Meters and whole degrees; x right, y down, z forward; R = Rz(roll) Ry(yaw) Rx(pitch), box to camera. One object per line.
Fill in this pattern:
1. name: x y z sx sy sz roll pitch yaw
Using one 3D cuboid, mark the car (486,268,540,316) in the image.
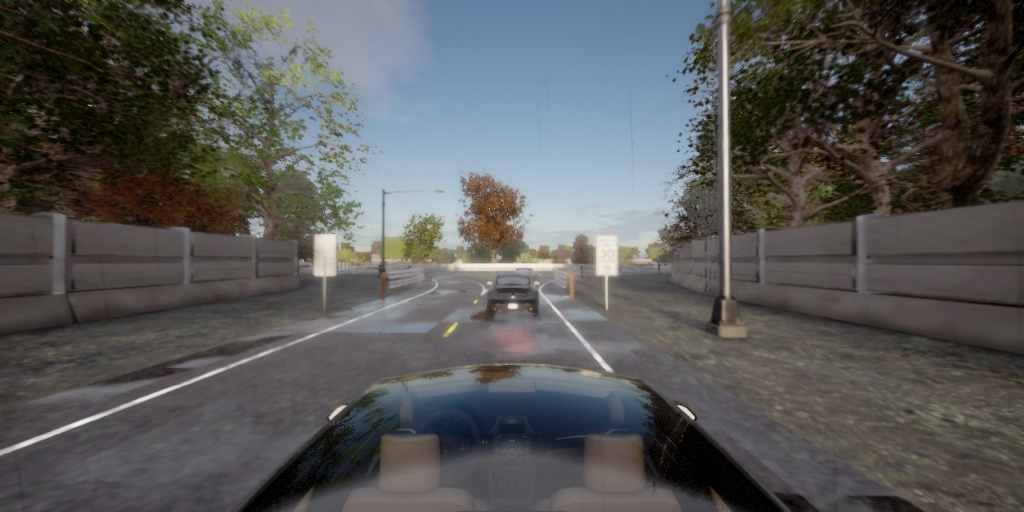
1. car: 0.049 1.418 14.148 1.837 1.490 4.892 0 0 0
